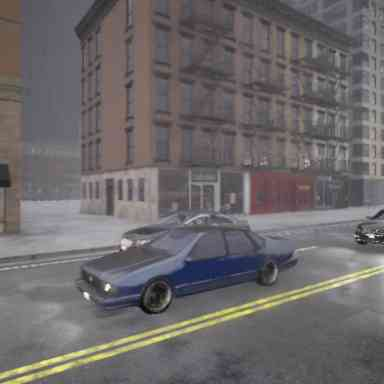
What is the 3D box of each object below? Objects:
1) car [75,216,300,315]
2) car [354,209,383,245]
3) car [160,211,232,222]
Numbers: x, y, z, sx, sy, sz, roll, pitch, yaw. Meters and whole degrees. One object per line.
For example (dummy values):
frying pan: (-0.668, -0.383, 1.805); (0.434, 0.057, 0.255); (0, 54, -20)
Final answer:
car: (0.218, 1.511, 7.712); (5.357, 1.411, 2.033); (-1, 0, -35)
car: (8.616, 1.384, 13.700); (4.892, 1.490, 1.837); (-1, 0, -35)
car: (-0.061, 1.439, 11.503); (4.902, 1.511, 2.128); (-1, 0, -35)
